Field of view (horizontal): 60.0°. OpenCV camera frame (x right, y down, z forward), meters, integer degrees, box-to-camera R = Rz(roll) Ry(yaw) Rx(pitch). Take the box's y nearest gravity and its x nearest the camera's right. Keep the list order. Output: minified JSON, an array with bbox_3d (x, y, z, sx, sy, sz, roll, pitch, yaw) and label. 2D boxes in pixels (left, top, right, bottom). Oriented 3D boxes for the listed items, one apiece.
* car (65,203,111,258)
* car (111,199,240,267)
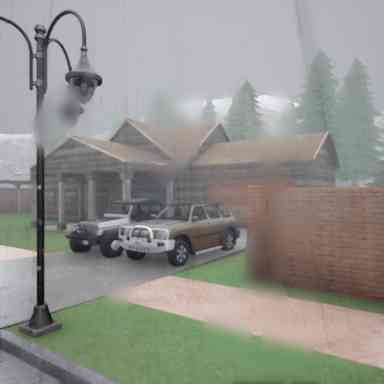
[{"bbox_3d":[-2.473,1.199,12.217,1.905,1.878,3.866,0,0,35],"label":"car"},{"bbox_3d":[-0.185,1.190,11.103,1.932,1.855,4.605,0,0,35],"label":"car"}]
